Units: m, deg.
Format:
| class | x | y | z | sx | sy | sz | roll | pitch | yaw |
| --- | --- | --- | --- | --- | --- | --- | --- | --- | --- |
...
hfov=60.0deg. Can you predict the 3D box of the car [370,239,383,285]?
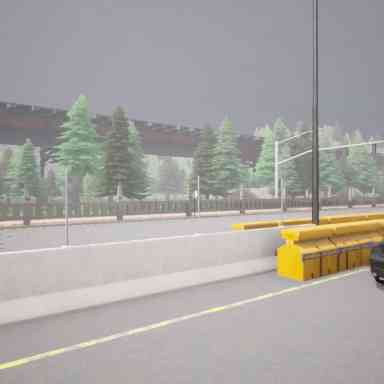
| class | x | y | z | sx | sy | sz | roll | pitch | yaw |
| --- | --- | --- | --- | --- | --- | --- | --- | --- | --- |
| car | 6.294 | 1.503 | 8.258 | 4.892 | 1.490 | 1.837 | 1 | 0 | -36 |
